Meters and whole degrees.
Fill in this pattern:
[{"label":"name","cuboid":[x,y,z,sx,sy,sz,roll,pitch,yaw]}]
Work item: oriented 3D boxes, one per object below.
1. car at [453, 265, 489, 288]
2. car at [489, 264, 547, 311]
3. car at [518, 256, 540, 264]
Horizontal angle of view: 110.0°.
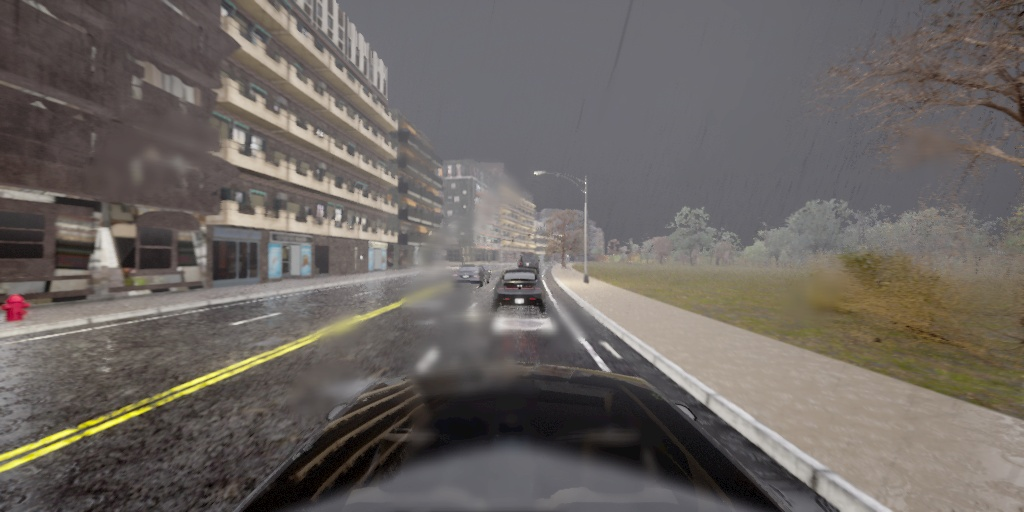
[{"label":"car","cuboid":[-2.570,1.283,23.941,2.033,1.411,5.357,0,0,3]},{"label":"car","cuboid":[0.321,1.244,14.289,1.837,1.490,4.892,0,0,2]},{"label":"car","cuboid":[1.856,0.982,39.534,2.150,2.045,5.566,0,0,5]}]
